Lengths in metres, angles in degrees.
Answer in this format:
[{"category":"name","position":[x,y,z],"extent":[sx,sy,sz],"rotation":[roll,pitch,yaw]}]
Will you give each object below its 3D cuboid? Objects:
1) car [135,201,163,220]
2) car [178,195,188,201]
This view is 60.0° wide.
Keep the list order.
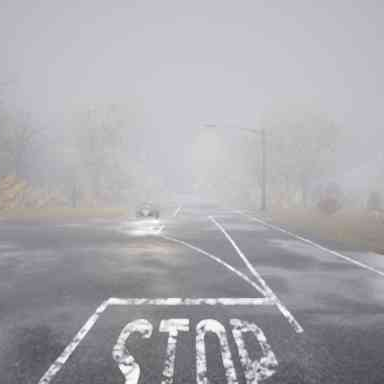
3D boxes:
[{"category":"car","position":[-3.518,1.478,27.923],"extent":[2.128,1.511,4.902],"rotation":[0,-2,0]},{"category":"car","position":[-2.398,1.479,89.004],"extent":[2.097,1.767,4.553],"rotation":[0,0,6]}]
